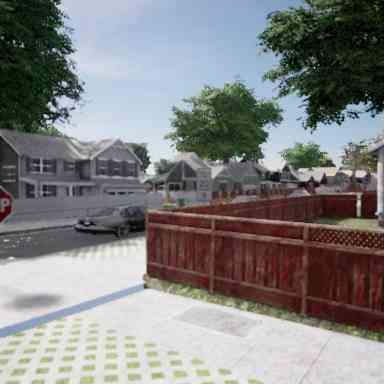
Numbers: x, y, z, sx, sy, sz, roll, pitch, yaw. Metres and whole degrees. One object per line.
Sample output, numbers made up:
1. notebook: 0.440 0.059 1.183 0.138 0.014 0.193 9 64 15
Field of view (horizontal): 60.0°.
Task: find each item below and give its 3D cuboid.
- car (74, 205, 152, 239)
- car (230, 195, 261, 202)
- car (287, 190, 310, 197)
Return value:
1. car: -2.972 1.316 16.046 2.033 1.411 5.357 0 1 35
2. car: 4.730 1.024 27.043 2.128 1.511 4.902 0 1 35
3. car: 14.864 0.480 46.292 2.097 1.767 4.553 0 1 35
